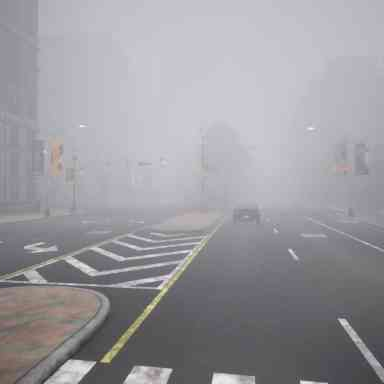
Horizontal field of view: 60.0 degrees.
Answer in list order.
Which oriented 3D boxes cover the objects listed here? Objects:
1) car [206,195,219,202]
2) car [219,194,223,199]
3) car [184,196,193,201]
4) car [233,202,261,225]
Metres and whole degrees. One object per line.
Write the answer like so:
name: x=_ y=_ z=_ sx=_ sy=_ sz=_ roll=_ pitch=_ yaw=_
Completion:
car: x=4.377 y=1.478 z=76.127 sx=1.882 sy=1.535 sz=5.008 roll=0 pitch=0 yaw=9
car: x=6.866 y=1.525 z=91.177 sx=2.128 sy=1.511 sz=4.902 roll=0 pitch=0 yaw=9
car: x=-0.923 y=1.595 z=85.445 sx=1.895 sy=1.301 sz=4.718 roll=0 pitch=0 yaw=9
car: x=4.028 y=1.478 z=24.500 sx=1.882 sy=1.535 sz=5.008 roll=0 pitch=0 yaw=10
